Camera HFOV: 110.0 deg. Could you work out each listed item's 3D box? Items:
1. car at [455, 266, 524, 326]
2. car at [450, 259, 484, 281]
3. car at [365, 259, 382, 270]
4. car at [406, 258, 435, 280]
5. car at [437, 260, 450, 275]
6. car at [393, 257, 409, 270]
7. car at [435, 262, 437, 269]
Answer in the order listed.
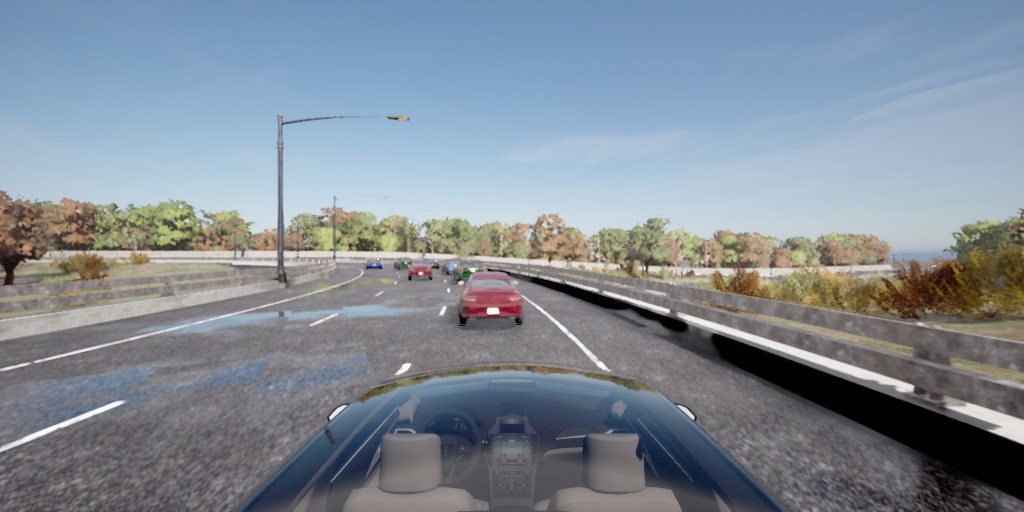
[{"bbox_3d":[-0.737,1.232,11.496,1.812,1.442,4.674,0,0,-6],"label":"car"},{"bbox_3d":[-3.047,0.996,25.676,2.097,1.767,4.553,0,0,-13],"label":"car"},{"bbox_3d":[-19.012,1.122,49.197,1.994,1.385,4.181,0,0,-26],"label":"car"},{"bbox_3d":[-7.606,1.158,29.694,1.812,1.442,4.674,0,0,-16],"label":"car"},{"bbox_3d":[-5.978,1.148,36.268,2.033,1.411,5.357,0,0,-18],"label":"car"},{"bbox_3d":[-14.566,0.912,48.038,2.097,1.767,4.553,0,1,-26],"label":"car"},{"bbox_3d":[-11.494,1.109,49.740,1.994,1.385,4.181,0,0,-26],"label":"car"}]
